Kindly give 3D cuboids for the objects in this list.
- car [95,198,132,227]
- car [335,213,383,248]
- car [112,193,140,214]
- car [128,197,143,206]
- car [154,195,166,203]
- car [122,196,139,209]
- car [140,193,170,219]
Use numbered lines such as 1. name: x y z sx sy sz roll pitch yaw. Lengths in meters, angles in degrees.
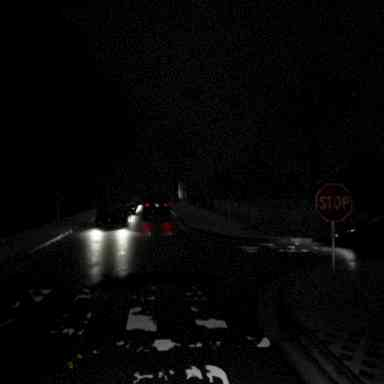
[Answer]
1. car: -5.243 1.396 22.243 1.882 1.535 5.008 0 0 -8
2. car: 8.802 1.699 15.113 4.674 1.442 1.812 1 -3 -5
3. car: -6.730 1.094 33.529 2.150 2.045 5.566 0 0 -8
4. car: -9.106 1.460 53.663 1.895 1.301 4.718 0 0 -4
5. car: -6.561 1.388 68.495 1.882 1.535 5.008 0 -1 2
6. car: -8.005 1.358 43.638 1.837 1.490 4.892 0 0 -6
7. car: -3.054 1.130 28.160 2.150 2.045 5.566 0 0 -7
